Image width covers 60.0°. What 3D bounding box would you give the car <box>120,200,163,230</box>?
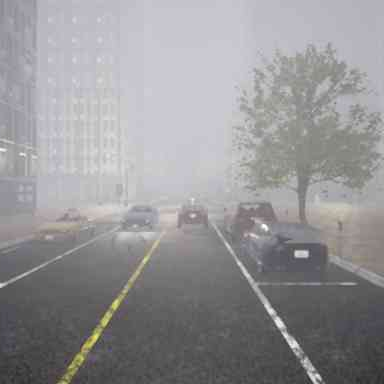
[{"bbox_3d":[-3.139,1.494,21.101,2.033,1.411,5.357,0,0,0],"label":"car"}]

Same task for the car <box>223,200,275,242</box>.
[{"bbox_3d":[2.661,1.278,15.898,2.192,1.841,5.009,0,0,0],"label":"car"}]

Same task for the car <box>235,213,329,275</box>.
[{"bbox_3d":[2.672,1.543,10.202,1.947,1.339,4.313,0,0,0],"label":"car"}]

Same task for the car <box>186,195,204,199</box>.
[{"bbox_3d":[0.017,1.388,39.622,2.163,1.488,4.792,0,0,0],"label":"car"}]

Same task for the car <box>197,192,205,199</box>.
[{"bbox_3d":[2.507,0.948,93.783,2.192,1.841,5.009,0,0,0],"label":"car"}]

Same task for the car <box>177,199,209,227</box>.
[{"bbox_3d":[0.054,1.447,22.246,2.163,1.488,4.792,0,0,0],"label":"car"}]

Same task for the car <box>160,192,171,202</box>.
[{"bbox_3d":[-5.959,1.279,70.897,1.752,1.417,4.829,0,0,0],"label":"car"}]

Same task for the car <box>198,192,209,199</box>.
[{"bbox_3d":[2.681,1.194,71.083,1.967,1.590,4.097,0,0,0],"label":"car"}]

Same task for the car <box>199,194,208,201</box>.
[{"bbox_3d":[2.639,1.276,76.762,2.008,1.369,4.403,0,0,0],"label":"car"}]

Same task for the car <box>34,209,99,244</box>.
[{"bbox_3d":[-5.719,1.488,15.713,1.752,1.417,4.829,0,0,0],"label":"car"}]

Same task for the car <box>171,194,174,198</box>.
[{"bbox_3d":[-5.940,1.039,76.744,2.192,1.841,5.009,0,0,0],"label":"car"}]
